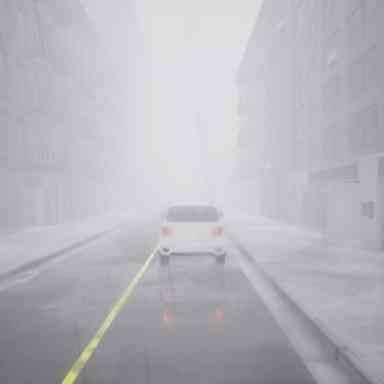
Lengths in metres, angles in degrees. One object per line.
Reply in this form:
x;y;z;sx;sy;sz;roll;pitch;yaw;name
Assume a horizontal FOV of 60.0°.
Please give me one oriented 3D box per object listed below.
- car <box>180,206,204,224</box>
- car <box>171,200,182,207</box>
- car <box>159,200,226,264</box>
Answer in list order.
0.045;1.888;28.262;1.895;1.301;4.718;0;-1;1;car
-2.948;2.246;65.701;1.895;1.301;4.718;0;-1;0;car
0.023;1.355;12.565;2.150;2.045;5.566;0;0;0;car
